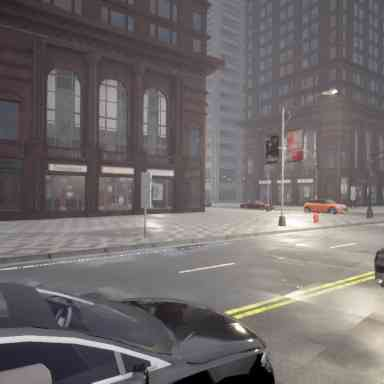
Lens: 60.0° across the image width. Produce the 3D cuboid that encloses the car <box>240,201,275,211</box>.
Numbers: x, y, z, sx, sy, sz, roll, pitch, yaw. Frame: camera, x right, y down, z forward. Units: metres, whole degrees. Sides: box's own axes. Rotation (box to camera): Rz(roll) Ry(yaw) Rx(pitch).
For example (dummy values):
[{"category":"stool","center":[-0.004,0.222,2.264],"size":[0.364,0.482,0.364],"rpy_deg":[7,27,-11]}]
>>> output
[{"category":"car","center":[8.601,1.817,43.934],"size":[1.895,1.301,4.718],"rpy_deg":[1,-1,-35]}]

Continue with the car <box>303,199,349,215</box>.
[{"category":"car","center":[14.380,1.523,35.802],"size":[2.097,1.767,4.553],"rpy_deg":[1,-1,-35]}]

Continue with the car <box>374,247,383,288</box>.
[{"category":"car","center":[6.170,1.516,7.824],"size":[4.892,1.490,1.837],"rpy_deg":[0,0,-35]}]

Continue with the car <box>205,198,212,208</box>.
[{"category":"car","center":[0.934,1.497,54.759],"size":[2.150,2.045,5.566],"rpy_deg":[1,0,-35]}]

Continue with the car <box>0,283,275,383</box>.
[{"category":"car","center":[-1.456,1.492,2.400],"size":[4.902,1.511,2.128],"rpy_deg":[0,0,-35]}]
